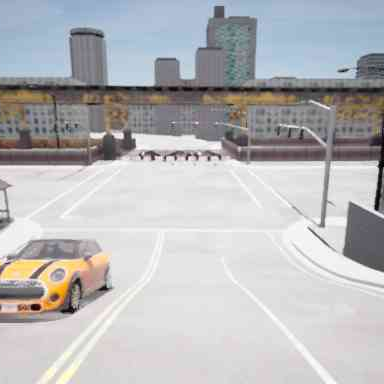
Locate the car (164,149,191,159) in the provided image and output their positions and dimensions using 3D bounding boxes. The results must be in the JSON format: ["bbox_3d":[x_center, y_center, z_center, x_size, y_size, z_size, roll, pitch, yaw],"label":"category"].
[{"bbox_3d":[-2.517,-6.619,58.134,4.536,1.218,1.853,-9,16,-35],"label":"car"}]

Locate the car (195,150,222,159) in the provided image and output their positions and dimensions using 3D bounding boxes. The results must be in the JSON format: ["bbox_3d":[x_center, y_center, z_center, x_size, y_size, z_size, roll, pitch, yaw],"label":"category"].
[{"bbox_3d":[2.815,-6.623,58.860,4.974,1.542,2.038,7,14,28],"label":"car"}]

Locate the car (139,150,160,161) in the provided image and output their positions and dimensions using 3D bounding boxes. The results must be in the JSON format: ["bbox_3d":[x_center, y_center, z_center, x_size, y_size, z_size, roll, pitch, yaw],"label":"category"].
[{"bbox_3d":[-7.167,-6.465,58.171,4.974,1.542,2.038,12,17,43],"label":"car"}]

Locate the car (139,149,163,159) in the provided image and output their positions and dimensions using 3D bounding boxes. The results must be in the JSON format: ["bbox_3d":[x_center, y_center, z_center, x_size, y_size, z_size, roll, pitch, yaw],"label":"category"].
[{"bbox_3d":[-7.204,-6.626,58.171,4.536,1.218,1.853,12,17,43],"label":"car"}]

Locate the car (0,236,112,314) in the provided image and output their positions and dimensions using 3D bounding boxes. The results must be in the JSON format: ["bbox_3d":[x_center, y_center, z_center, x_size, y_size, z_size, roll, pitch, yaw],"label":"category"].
[{"bbox_3d":[-3.633,1.994,8.910,2.097,1.767,4.553,0,-7,0],"label":"car"}]

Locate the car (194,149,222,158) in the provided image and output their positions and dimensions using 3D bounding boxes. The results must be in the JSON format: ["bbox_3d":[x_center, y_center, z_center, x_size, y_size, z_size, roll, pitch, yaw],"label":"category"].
[{"bbox_3d":[2.769,-6.783,58.850,4.536,1.218,1.853,7,14,28],"label":"car"}]

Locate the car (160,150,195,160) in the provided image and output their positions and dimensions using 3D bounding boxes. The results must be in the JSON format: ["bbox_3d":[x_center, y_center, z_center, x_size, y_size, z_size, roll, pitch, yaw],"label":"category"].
[{"bbox_3d":[-2.559,-6.459,58.139,4.974,1.542,2.038,-9,16,-35],"label":"car"}]
